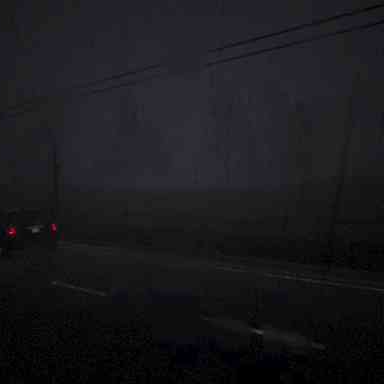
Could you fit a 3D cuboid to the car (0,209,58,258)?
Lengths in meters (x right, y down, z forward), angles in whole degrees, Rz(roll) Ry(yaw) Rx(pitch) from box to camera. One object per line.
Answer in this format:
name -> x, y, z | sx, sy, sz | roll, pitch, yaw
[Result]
car -> -7.458, 1.448, 13.362 | 4.553, 1.767, 2.097 | -1, 0, 35
